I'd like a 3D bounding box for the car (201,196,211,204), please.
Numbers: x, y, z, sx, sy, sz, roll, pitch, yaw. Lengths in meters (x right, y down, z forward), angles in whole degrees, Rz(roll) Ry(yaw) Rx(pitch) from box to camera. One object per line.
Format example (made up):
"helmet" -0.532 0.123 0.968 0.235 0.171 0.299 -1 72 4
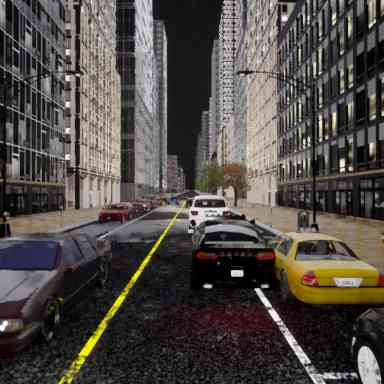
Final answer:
"car" 2.753 1.451 64.817 1.752 1.417 4.829 1 0 0

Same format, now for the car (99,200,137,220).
"car" -5.663 1.533 24.940 1.887 1.381 4.507 0 0 0

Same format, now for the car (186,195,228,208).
"car" 0.916 1.218 19.166 2.150 2.045 5.566 0 0 0

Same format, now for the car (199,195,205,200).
"car" 2.778 1.430 93.019 1.802 1.307 4.206 1 0 0

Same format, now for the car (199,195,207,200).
"car" 2.773 1.410 87.346 1.887 1.381 4.507 1 0 0

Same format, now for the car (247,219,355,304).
"car" 2.702 1.524 8.069 1.752 1.417 4.829 0 0 0

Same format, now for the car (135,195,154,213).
"car" -5.652 1.416 36.293 1.967 1.590 4.097 0 0 0

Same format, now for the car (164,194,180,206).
"car" -2.955 1.476 52.751 1.812 1.442 4.674 0 0 0

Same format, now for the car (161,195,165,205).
"car" -5.638 1.532 53.318 1.802 1.307 4.206 1 0 0

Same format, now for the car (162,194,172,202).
"car" -5.617 1.338 76.021 1.967 1.590 4.097 1 0 0

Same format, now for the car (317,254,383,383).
"car" 2.697 1.551 2.222 2.008 1.369 4.403 0 0 0

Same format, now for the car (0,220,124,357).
"car" -2.995 1.547 6.629 2.033 1.411 5.357 0 0 0

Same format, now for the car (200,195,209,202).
"car" 2.763 1.463 75.996 1.947 1.339 4.313 1 0 0

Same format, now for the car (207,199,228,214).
"car" 2.727 1.542 36.273 1.947 1.339 4.313 0 0 0

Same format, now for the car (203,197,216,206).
"car" 2.743 1.532 53.297 1.802 1.307 4.206 1 0 0

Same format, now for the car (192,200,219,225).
"car" 0.921 1.466 25.136 1.882 1.535 5.008 0 0 0

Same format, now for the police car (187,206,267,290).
"police car" 0.907 1.424 9.246 1.930 1.638 5.238 0 0 0

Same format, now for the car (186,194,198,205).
"car" 0.051 1.289 59.590 2.097 1.767 4.553 0 0 0

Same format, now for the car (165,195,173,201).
"car" -5.613 1.407 81.528 1.752 1.417 4.829 1 0 0

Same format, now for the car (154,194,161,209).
"car" -5.646 1.284 41.968 2.192 1.841 5.009 0 0 0

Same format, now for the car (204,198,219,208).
"car" 2.737 1.542 47.622 1.802 1.307 4.206 1 0 0
